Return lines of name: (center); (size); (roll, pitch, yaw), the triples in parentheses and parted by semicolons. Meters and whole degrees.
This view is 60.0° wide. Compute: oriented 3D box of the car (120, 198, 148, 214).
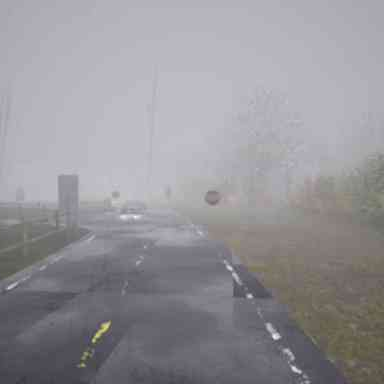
car: (-5.980, 1.532, 35.270); (2.033, 1.411, 5.357); (0, 0, 5)

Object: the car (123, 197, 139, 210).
car: (-8.334, 1.536, 45.171); (1.812, 1.442, 4.674); (0, 1, -14)
